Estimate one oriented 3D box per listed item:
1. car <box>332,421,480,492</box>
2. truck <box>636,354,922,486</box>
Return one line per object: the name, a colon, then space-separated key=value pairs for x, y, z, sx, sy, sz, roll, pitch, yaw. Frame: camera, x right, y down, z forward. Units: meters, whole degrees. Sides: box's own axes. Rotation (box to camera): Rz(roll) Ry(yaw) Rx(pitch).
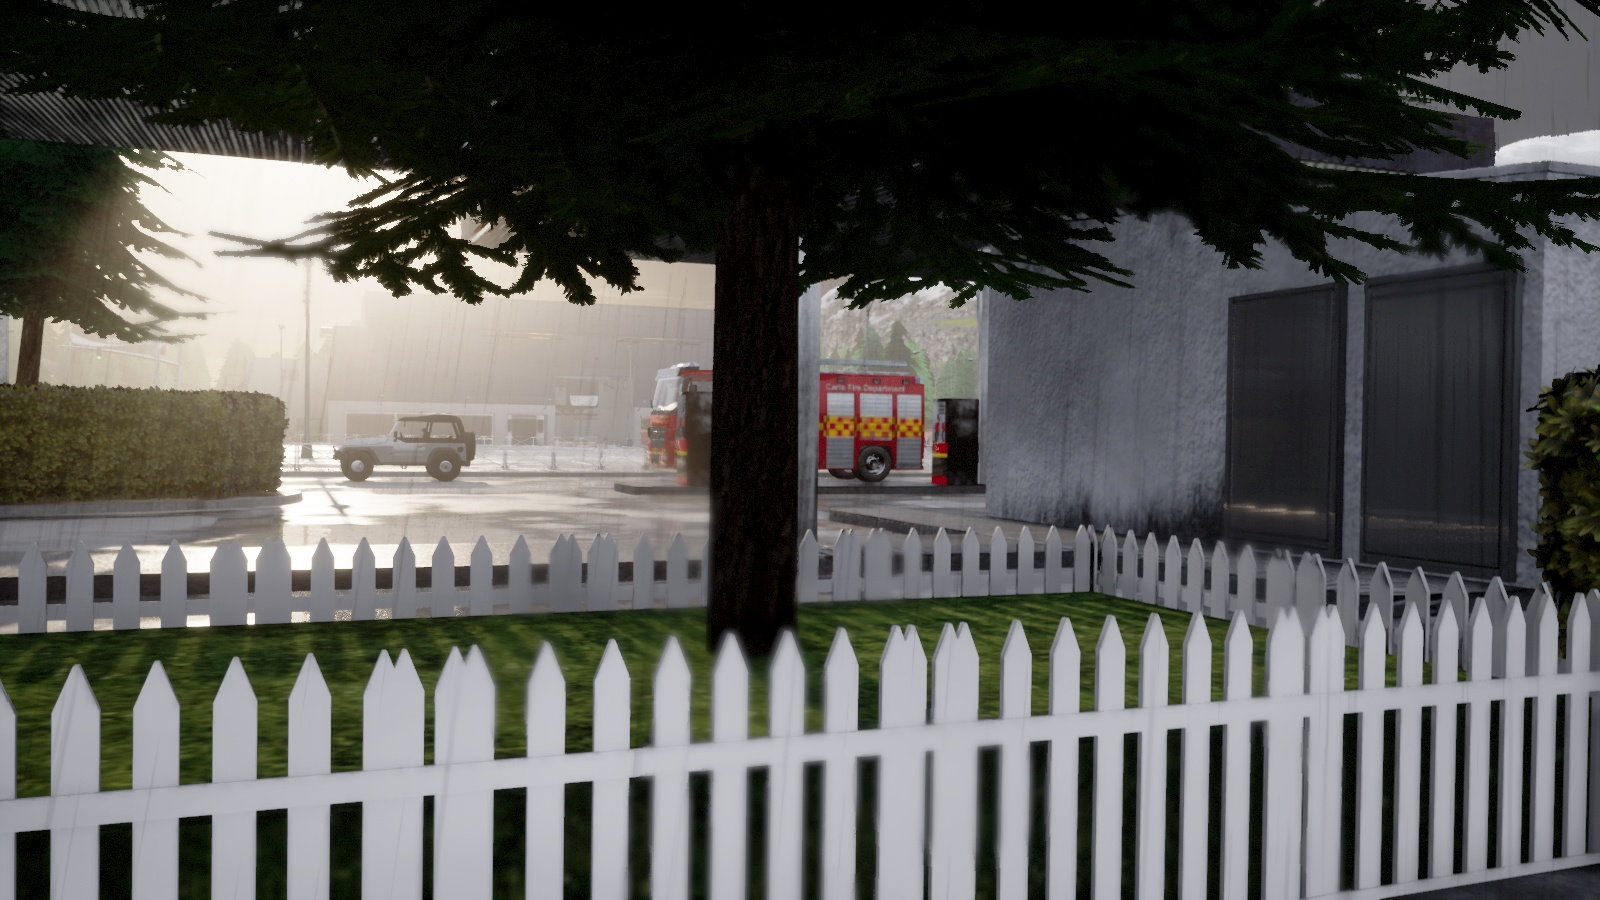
car: x=-11.096 y=0.150 z=35.338 sx=3.866 sy=1.878 sz=1.905 roll=-1 pitch=1 yaw=-21
truck: x=-0.639 y=-0.945 z=39.354 sx=8.468 sy=3.827 sz=2.891 roll=-1 pitch=1 yaw=-21
